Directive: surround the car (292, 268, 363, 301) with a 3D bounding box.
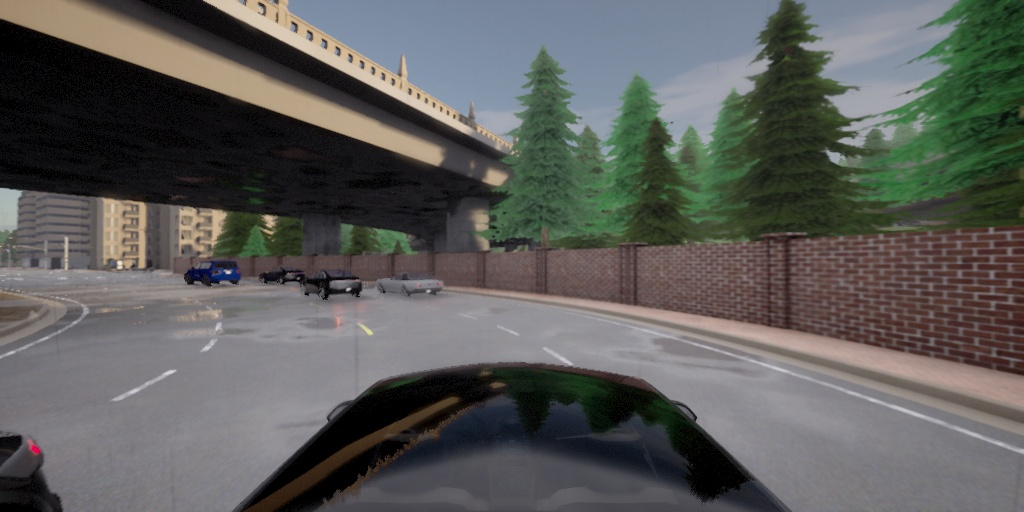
[{"bbox_3d":[-9.927,1.505,19.596,4.902,1.511,2.128,-1,-1,44],"label":"car"}]

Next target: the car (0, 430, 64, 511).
[{"bbox_3d":[-3.722,1.312,0.359,1.994,1.385,4.181,0,-1,2],"label":"car"}]

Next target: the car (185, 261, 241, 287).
[{"bbox_3d":[-24.821,1.425,29.787,5.566,2.045,2.150,0,-1,30],"label":"car"}]

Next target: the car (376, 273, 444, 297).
[{"bbox_3d":[-6.050,1.614,20.801,4.718,1.301,1.895,-1,-1,45],"label":"car"}]

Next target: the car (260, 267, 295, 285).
[{"bbox_3d":[-19.708,1.686,30.823,4.902,1.511,2.128,-1,-1,31],"label":"car"}]
